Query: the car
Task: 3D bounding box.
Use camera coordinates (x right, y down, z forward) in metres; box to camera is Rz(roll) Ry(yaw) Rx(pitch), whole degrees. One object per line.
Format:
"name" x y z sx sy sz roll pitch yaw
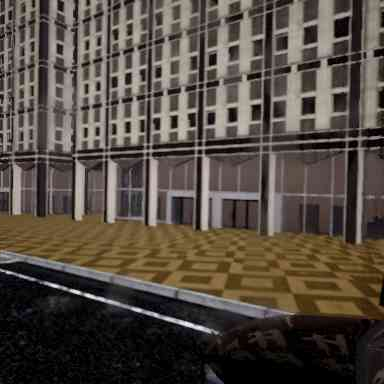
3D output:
"car" 2.185 1.528 2.127 4.674 1.442 1.812 0 0 36
